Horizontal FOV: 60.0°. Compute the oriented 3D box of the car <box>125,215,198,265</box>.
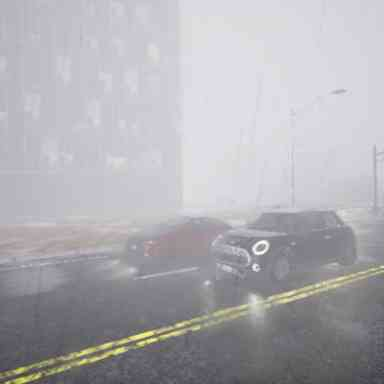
[{"bbox_3d":[-0.168,1.518,11.542,4.181,1.385,1.994,0,0,-35],"label":"car"}]

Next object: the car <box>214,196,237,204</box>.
[{"bbox_3d":[5.375,1.417,53.948,1.994,1.385,4.181,-2,1,-33],"label":"car"}]

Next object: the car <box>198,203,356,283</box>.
[{"bbox_3d":[2.700,1.298,9.594,4.553,1.767,2.097,-1,0,-35],"label":"car"}]
